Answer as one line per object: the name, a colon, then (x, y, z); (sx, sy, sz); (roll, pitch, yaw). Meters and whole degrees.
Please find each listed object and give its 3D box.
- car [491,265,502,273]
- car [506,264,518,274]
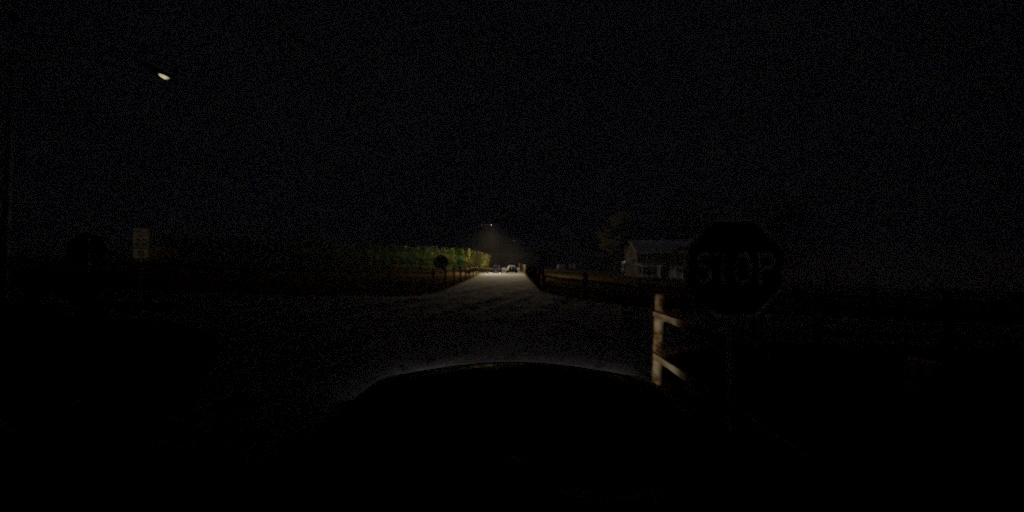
car: (-2.766, 2.236, 64.152); (2.033, 1.411, 5.357); (0, -1, 0)
car: (-0.015, 2.161, 59.123); (2.033, 1.411, 5.357); (0, -1, 0)
